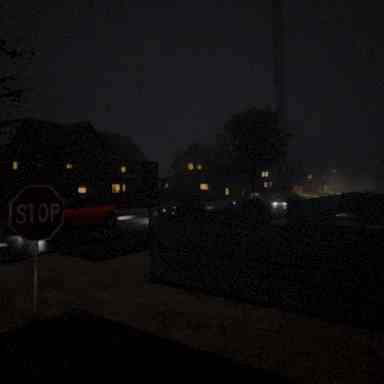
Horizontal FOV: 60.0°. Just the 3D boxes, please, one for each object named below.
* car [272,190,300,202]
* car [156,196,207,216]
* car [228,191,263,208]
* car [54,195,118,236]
[{"bbox_3d":[11.773,0.494,41.273,2.033,1.411,5.357,1,2,36],"label":"car"},{"bbox_3d":[-0.696,1.012,23.796,1.994,1.385,4.181,1,2,35],"label":"car"},{"bbox_3d":[5.267,0.698,32.178,2.128,1.511,4.902,1,2,35],"label":"car"},{"bbox_3d":[-5.903,1.012,16.454,2.097,1.767,4.553,1,2,35],"label":"car"}]
